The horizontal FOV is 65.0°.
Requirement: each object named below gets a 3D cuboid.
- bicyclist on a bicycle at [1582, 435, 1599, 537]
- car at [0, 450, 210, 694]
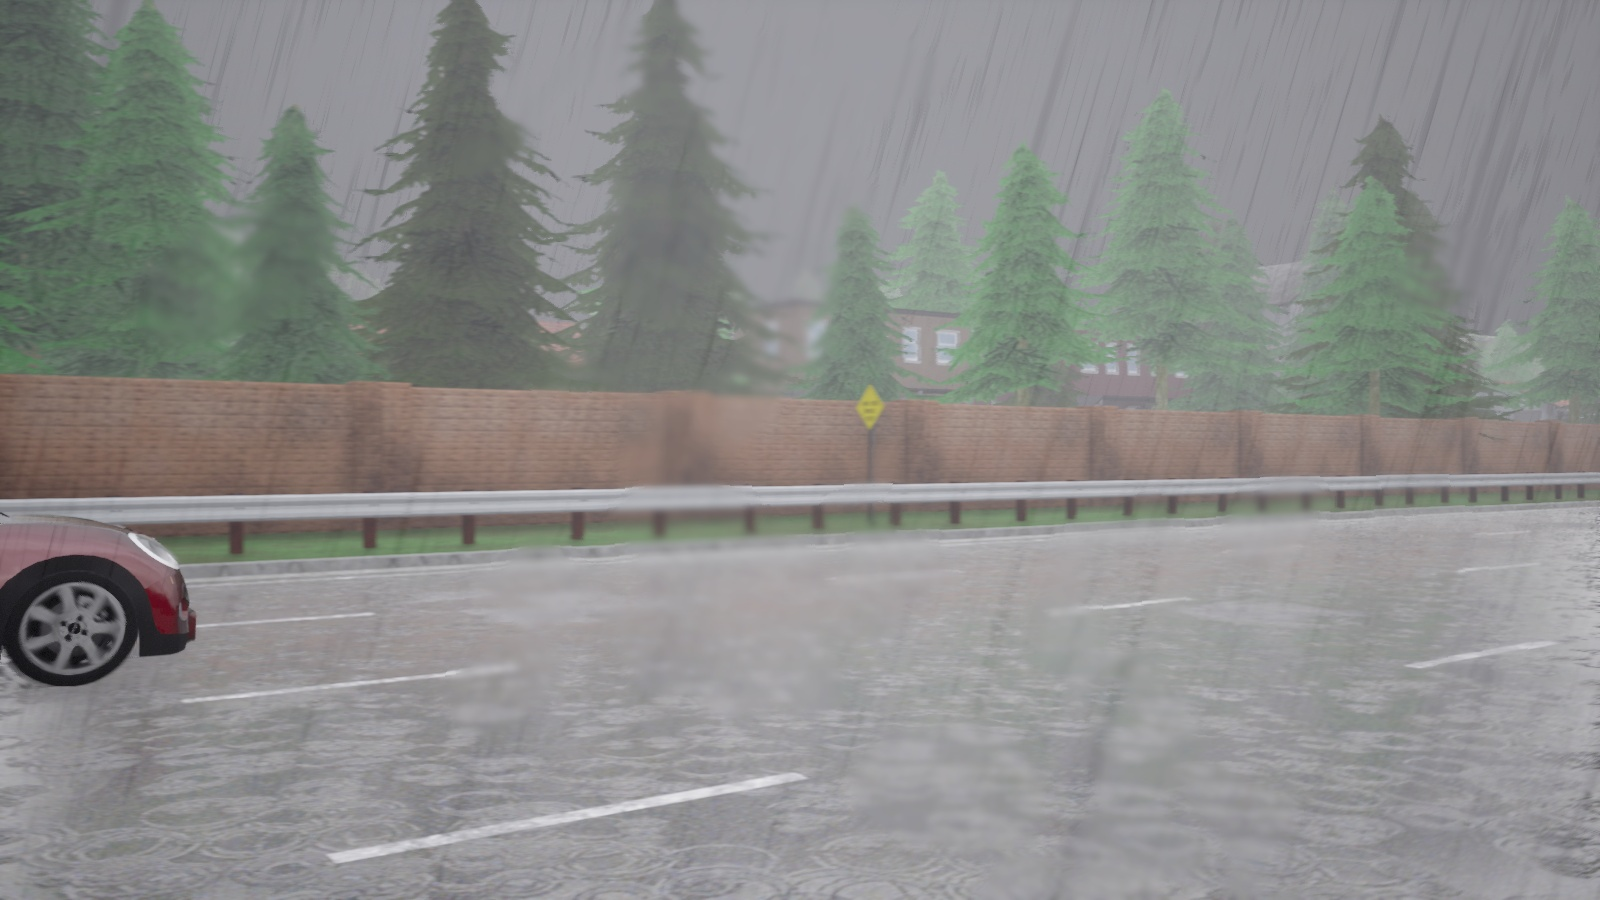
[{"bbox_3d":[14.801,0.625,22.496,1.843,1.776,0.659,0,0,-35],"label":"bicyclist on a bicycle"},{"bbox_3d":[-6.017,0.743,8.001,3.806,1.475,1.970,0,0,-35],"label":"car"}]
